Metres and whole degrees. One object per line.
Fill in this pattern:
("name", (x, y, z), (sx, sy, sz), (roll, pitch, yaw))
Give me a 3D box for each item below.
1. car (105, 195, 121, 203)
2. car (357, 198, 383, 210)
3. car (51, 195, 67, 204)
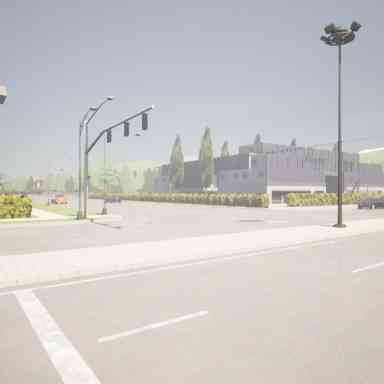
("car", (-16.149, 1.358, 67.906), (2.097, 1.767, 4.553), (0, 0, -34))
("car", (23.812, 1.509, 43.926), (4.892, 1.490, 1.837), (0, 0, -34))
("car", (-24.834, 1.354, 62.143), (2.097, 1.767, 4.553), (0, 0, -34))
